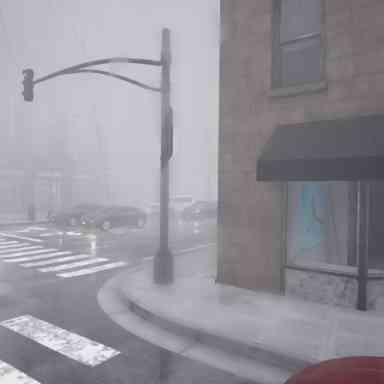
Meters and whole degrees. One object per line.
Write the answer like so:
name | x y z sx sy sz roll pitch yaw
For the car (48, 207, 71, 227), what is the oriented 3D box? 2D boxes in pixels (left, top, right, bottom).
car | -7.612 1.568 23.409 1.837 1.490 4.892 1 0 35

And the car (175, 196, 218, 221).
car | 0.943 1.550 29.810 2.097 1.767 4.553 1 0 36

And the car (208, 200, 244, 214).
car | 4.221 1.731 39.995 2.128 1.511 4.902 1 0 36

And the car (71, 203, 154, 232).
car | -4.961 1.615 21.529 1.837 1.490 4.892 1 0 35

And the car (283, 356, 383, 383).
car | 2.434 1.545 1.217 4.507 1.381 1.887 0 1 35

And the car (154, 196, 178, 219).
car | -1.751 1.372 31.636 2.150 2.045 5.566 1 0 35
